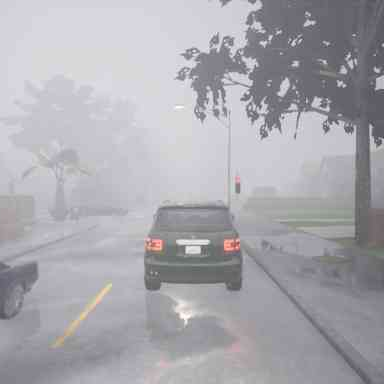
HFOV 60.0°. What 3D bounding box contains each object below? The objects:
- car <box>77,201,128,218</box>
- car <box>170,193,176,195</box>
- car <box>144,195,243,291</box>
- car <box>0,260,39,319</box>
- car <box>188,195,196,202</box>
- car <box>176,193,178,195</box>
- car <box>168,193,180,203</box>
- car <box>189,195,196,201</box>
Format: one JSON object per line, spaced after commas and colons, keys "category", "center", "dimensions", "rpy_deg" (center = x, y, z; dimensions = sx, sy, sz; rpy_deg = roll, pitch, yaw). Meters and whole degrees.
{"category": "car", "center": [-8.035, 1.525, 29.459], "dimensions": [4.674, 1.442, 1.812], "rpy_deg": [0, 0, -11]}
{"category": "car", "center": [-4.036, 1.352, 52.410], "dimensions": [2.097, 1.767, 4.553], "rpy_deg": [0, 0, 0]}
{"category": "car", "center": [0.047, 1.221, 9.170], "dimensions": [2.150, 2.045, 5.566], "rpy_deg": [0, 0, 1]}
{"category": "car", "center": [-4.079, 1.601, 4.601], "dimensions": [1.895, 1.301, 4.718], "rpy_deg": [0, 0, 0]}
{"category": "car", "center": [0.083, 1.500, 77.200], "dimensions": [1.837, 1.490, 4.892], "rpy_deg": [0, 0, 0]}
{"category": "car", "center": [-3.992, 1.491, 62.812], "dimensions": [2.128, 1.511, 4.902], "rpy_deg": [0, 0, 0]}
{"category": "car", "center": [-3.922, 1.225, 73.325], "dimensions": [2.150, 2.045, 5.566], "rpy_deg": [0, 0, 0]}
{"category": "car", "center": [0.094, 1.478, 88.123], "dimensions": [1.882, 1.535, 5.008], "rpy_deg": [0, 0, 0]}
